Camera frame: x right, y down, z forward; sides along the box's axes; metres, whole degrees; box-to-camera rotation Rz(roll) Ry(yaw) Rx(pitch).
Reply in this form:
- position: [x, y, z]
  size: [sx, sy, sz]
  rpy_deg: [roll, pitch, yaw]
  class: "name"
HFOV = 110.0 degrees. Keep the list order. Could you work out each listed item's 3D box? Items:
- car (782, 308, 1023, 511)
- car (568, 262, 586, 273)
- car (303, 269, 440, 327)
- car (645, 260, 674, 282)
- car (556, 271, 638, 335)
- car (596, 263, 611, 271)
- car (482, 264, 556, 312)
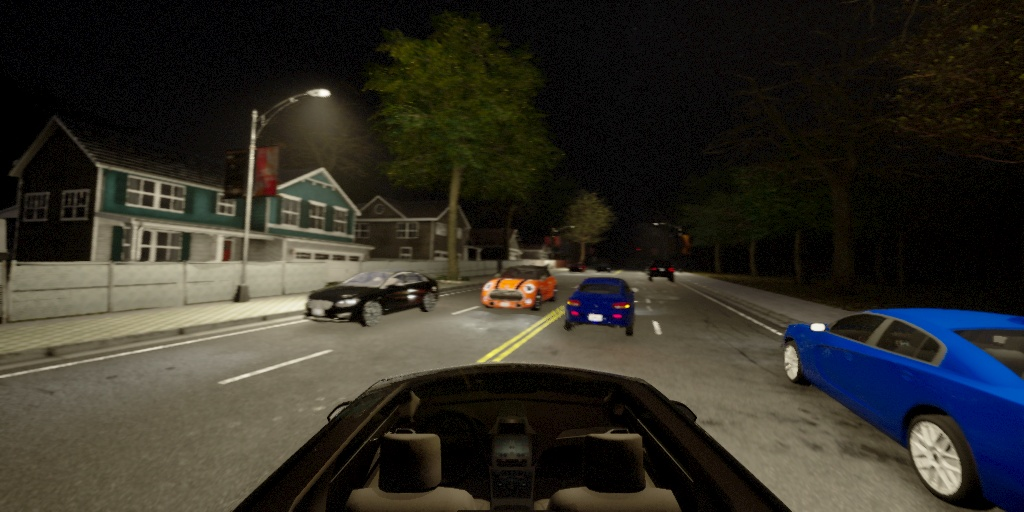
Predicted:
- position: [4.986, 1.342, 4.142]
  size: [1.882, 1.535, 5.008]
  rpy_deg: [1, 0, 19]
  class: "car"
- position: [9.111, 1.636, 50.040]
  size: [1.882, 1.535, 5.008]
  rpy_deg: [1, 0, 19]
  class: "car"
- position: [-4.132, 1.186, 11.421]
  size: [2.128, 1.511, 4.902]
  rpy_deg: [1, 0, 19]
  class: "car"
- position: [14.381, 1.409, 34.789]
  size: [2.150, 2.045, 5.566]
  rpy_deg: [1, -1, 19]
  class: "car"
- position: [2.793, 1.367, 10.966]
  size: [1.812, 1.442, 4.674]
  rpy_deg: [1, 0, 19]
  class: "car"
- position: [13.543, 1.752, 52.918]
  size: [1.882, 1.535, 5.008]
  rpy_deg: [1, 0, 19]
  class: "car"
- position: [0.479, 1.159, 14.845]
  size: [2.097, 1.767, 4.553]
  rpy_deg: [1, 0, 19]
  class: "car"
